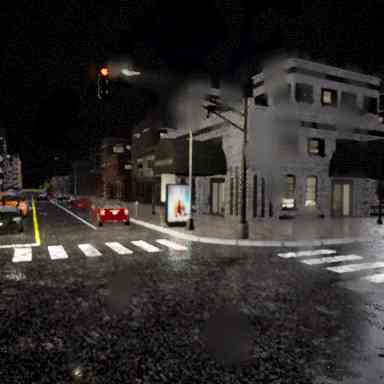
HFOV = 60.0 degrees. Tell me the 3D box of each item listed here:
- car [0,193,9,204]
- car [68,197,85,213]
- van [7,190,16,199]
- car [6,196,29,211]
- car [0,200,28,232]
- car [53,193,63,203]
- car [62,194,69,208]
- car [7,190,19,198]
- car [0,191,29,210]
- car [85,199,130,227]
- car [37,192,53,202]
[{"bbox_3d":[-27.714,0.956,48.319,1.752,1.417,4.829,0,1,-26],"label":"car"},{"bbox_3d":[-10.336,1.271,31.613,1.802,1.307,4.206,0,1,-26],"label":"car"},{"bbox_3d":[-40.178,0.525,74.116,1.690,1.788,3.998,0,1,-26],"label":"van"},{"bbox_3d":[-18.513,1.153,35.470,1.994,1.385,4.181,0,0,-26],"label":"car"},{"bbox_3d":[-9.988,1.340,17.601,1.994,1.385,4.181,0,0,-26],"label":"car"},{"bbox_3d":[-20.248,1.029,52.130,2.008,1.369,4.403,0,1,-26],"label":"car"},{"bbox_3d":[-12.814,1.186,36.742,2.008,1.369,4.403,0,1,-26],"label":"car"},{"bbox_3d":[-42.656,0.452,79.243,2.192,1.841,5.009,0,1,-26],"label":"car"},{"bbox_3d":[-14.231,1.035,26.432,2.097,1.767,4.553,0,0,-26],"label":"car"},{"bbox_3d":[-5.380,1.237,21.353,1.967,1.590,4.097,0,1,-26],"label":"car"},{"bbox_3d":[-26.026,0.957,58.151,1.994,1.385,4.181,0,0,-26],"label":"car"}]
